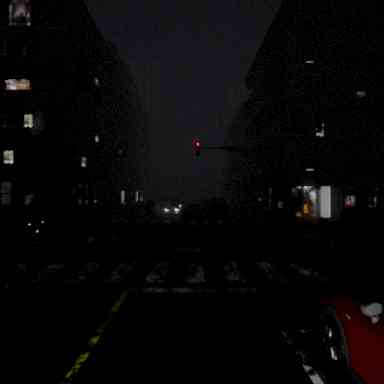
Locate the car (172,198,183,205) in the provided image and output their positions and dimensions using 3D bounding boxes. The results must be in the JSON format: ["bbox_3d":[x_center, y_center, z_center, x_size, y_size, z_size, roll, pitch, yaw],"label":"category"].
[{"bbox_3d":[-2.995,1.991,68.776,1.994,1.385,4.181,0,0,0],"label":"car"}]

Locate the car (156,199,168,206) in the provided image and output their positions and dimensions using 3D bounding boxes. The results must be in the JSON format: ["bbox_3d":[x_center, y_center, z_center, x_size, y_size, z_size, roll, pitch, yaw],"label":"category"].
[{"bbox_3d":[-5.686,1.969,63.253,1.802,1.307,4.206,0,0,0],"label":"car"}]

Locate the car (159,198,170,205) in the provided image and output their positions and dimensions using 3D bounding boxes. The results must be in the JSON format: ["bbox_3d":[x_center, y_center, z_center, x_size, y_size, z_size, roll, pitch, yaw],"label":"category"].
[{"bbox_3d":[-5.685,1.990,68.800,1.947,1.339,4.313,0,0,0],"label":"car"}]

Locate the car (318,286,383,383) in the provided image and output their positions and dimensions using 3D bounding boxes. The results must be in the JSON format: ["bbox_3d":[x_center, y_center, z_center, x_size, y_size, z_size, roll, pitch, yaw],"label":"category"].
[{"bbox_3d":[2.692,1.455,3.010,1.967,1.590,4.097,0,0,0],"label":"car"}]

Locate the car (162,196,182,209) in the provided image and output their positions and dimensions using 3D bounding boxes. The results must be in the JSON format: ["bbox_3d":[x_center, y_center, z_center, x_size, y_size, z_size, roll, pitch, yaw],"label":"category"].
[{"bbox_3d":[-3.072,1.788,51.741,1.882,1.535,5.008,0,-1,0],"label":"car"}]

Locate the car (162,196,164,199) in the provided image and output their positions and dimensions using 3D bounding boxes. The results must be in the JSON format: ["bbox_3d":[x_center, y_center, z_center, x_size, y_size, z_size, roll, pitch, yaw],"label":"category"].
[{"bbox_3d":[-5.686,1.875,57.535,1.752,1.417,4.829,0,0,0],"label":"car"}]

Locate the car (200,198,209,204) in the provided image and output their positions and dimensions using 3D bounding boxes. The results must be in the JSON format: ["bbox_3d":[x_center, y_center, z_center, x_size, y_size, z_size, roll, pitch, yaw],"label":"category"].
[{"bbox_3d":[2.696,2.008,74.347,1.887,1.381,4.507,0,0,0],"label":"car"}]

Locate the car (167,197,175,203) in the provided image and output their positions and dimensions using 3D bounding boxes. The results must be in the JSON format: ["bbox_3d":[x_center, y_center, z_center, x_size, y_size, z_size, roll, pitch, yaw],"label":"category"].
[{"bbox_3d":[-5.684,2.147,90.991,2.008,1.369,4.403,0,0,0],"label":"car"}]

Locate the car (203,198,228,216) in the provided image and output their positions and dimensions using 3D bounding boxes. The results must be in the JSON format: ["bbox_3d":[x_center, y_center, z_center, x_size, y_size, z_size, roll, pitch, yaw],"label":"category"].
[{"bbox_3d":[2.693,1.517,35.510,2.192,1.841,5.009,0,0,0],"label":"car"}]

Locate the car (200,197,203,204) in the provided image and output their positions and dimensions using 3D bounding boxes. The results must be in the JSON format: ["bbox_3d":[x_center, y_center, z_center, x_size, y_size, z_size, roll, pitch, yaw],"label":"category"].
[{"bbox_3d":[2.694,1.858,52.155,1.887,1.381,4.507,0,0,0],"label":"car"}]

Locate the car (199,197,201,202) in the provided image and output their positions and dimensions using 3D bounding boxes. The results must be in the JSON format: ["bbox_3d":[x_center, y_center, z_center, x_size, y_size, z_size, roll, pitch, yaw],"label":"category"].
[{"bbox_3d":[2.694,1.901,57.704,2.008,1.369,4.403,0,0,0],"label":"car"}]

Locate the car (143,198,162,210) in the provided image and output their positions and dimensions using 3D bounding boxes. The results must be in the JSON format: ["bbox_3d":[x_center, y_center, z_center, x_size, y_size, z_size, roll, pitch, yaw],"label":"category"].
[{"bbox_3d":[-5.687,1.842,46.607,1.947,1.339,4.313,0,0,0],"label":"car"}]

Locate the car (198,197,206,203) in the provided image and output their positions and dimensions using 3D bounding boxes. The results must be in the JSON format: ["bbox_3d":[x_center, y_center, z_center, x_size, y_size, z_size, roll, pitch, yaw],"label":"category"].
[{"bbox_3d":[2.696,2.140,90.990,1.887,1.381,4.507,0,0,0],"label":"car"}]

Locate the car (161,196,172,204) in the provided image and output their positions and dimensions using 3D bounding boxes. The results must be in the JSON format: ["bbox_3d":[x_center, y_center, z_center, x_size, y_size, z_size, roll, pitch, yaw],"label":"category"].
[{"bbox_3d":[-5.685,1.778,74.349,2.192,1.841,5.009,0,0,0],"label":"car"}]

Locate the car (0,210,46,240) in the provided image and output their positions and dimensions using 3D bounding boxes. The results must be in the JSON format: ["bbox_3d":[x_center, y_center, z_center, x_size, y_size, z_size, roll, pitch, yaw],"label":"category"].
[{"bbox_3d":[-9.975,1.568,16.733,4.718,1.301,1.895,2,0,0],"label":"car"}]
